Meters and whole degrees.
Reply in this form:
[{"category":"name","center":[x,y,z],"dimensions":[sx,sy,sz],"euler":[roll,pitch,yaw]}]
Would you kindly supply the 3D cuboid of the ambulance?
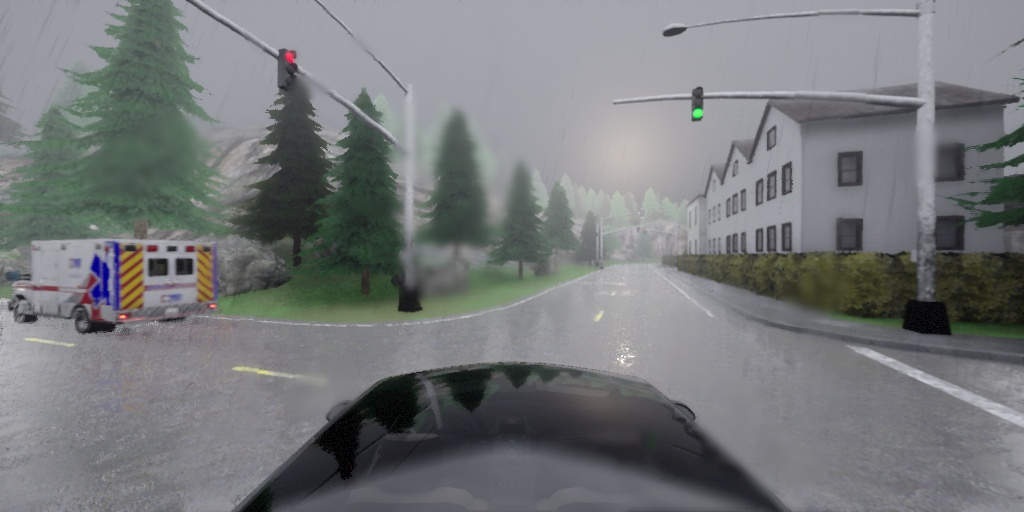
[{"category":"ambulance","center":[-11.918,0.804,10.616],"dimensions":[6.366,2.431,2.351],"euler":[0,0,19]}]
